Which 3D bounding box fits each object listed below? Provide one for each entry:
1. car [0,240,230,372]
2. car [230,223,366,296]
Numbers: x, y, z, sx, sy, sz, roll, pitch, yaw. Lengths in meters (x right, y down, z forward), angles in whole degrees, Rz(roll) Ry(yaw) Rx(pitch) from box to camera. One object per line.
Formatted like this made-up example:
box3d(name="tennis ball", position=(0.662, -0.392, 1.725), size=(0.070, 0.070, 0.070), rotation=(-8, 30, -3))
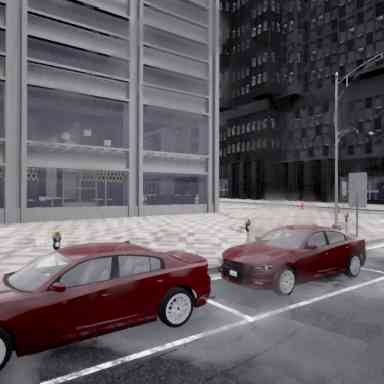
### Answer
box3d(name="car", position=(-1.755, 1.545, 5.416), size=(4.507, 1.381, 1.887), rotation=(0, 0, -36))
box3d(name="car", position=(2.736, 1.545, 8.635), size=(4.507, 1.381, 1.887), rotation=(0, 0, -36))
